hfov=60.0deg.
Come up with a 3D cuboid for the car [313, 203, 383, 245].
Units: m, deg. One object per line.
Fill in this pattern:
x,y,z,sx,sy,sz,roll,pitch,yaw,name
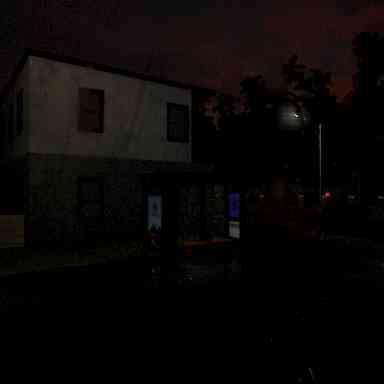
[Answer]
8.102,1.346,15.805,2.097,1.767,4.553,0,0,-27,car
